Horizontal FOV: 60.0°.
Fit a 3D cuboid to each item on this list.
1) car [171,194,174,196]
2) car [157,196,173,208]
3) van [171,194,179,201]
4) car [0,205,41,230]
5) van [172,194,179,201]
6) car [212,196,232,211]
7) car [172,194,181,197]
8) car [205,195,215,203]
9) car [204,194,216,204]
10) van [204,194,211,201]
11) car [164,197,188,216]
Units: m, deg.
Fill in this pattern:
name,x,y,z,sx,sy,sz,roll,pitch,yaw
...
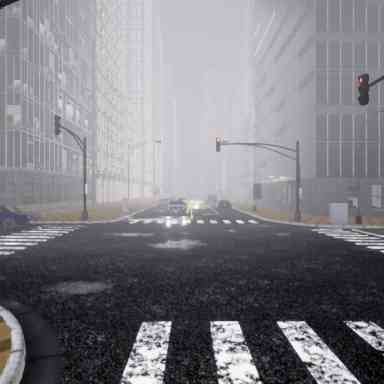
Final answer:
name,x,y,z,sx,sy,sz,roll,pitch,yaw
car,-4.095,1.563,63.841,1.947,1.339,4.313,0,0,0
car,-4.025,1.592,47.258,1.802,1.307,4.206,0,0,0
van,-4.165,1.320,80.424,1.690,1.788,3.998,0,0,0
car,-11.437,1.412,19.110,4.718,1.301,1.895,1,0,-3
van,-4.188,1.314,85.951,1.690,1.788,3.998,0,0,0
car,3.928,1.579,41.765,1.947,1.339,4.313,0,0,0
car,-1.564,1.487,49.213,1.882,1.535,5.008,0,0,0
car,3.762,1.432,69.402,1.967,1.590,4.097,0,0,0
car,3.786,1.312,63.873,2.192,1.841,5.009,0,0,0
van,3.716,1.320,80.457,1.690,1.788,3.998,0,0,0
car,-1.500,1.543,33.069,1.812,1.442,4.674,0,0,0
